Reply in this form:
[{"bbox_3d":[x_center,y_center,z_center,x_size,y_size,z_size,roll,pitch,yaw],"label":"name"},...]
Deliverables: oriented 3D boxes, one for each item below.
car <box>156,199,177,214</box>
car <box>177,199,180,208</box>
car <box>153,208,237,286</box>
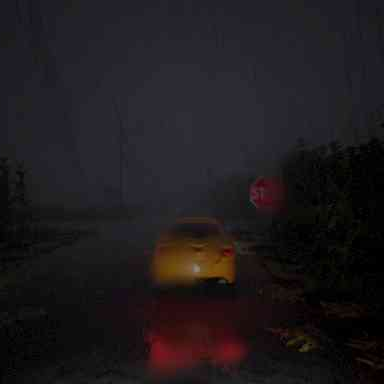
[{"bbox_3d":[-3.184,1.823,39.976,1.812,1.442,4.674,0,-1,0],"label":"car"},{"bbox_3d":[-3.123,1.936,58.682,1.882,1.535,5.008,0,-1,0],"label":"car"},{"bbox_3d":[0.084,1.428,9.292,1.882,1.535,5.008,0,0,1],"label":"car"}]
